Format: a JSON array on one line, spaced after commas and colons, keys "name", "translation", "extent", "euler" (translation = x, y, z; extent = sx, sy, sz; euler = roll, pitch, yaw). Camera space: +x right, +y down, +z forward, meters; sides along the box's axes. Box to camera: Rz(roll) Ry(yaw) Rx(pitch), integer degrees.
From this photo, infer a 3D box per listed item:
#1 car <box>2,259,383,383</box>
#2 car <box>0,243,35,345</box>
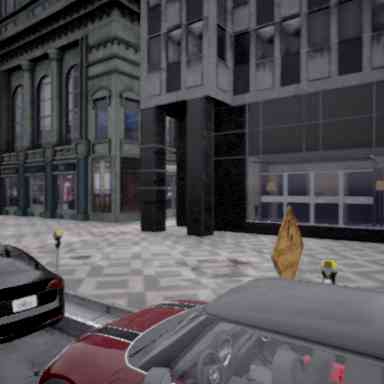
[{"name": "car", "translation": [0.593, 1.443, 2.537], "extent": [4.097, 1.590, 1.967], "euler": [0, 0, 35]}, {"name": "car", "translation": [-3.996, 1.583, 5.810], "extent": [4.313, 1.339, 1.947], "euler": [0, 0, 35]}]
